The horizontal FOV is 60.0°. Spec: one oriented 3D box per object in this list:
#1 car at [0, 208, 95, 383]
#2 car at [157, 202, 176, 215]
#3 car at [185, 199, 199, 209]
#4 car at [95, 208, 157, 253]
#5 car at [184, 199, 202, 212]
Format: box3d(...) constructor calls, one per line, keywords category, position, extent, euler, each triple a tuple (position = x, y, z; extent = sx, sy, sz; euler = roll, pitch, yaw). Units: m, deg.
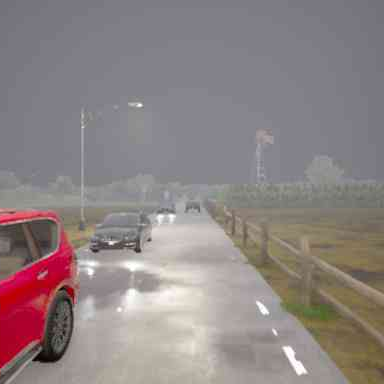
box3d(category="car", position=(-2.844, 1.233, 3.021), extent=(2.150, 2.045, 5.566), euler=(0, 0, 1))
box3d(category="car", position=(-2.802, 1.746, 36.815), extent=(1.994, 1.385, 4.181), euler=(0, -1, 0))
box3d(category="car", position=(0.020, 1.830, 52.654), extent=(2.128, 1.511, 4.902), euler=(0, -1, 0))
box3d(category="car", position=(-2.796, 1.549, 14.033), extent=(1.837, 1.490, 4.892), euler=(0, 0, 0))
box3d(category="car", position=(0.117, 1.724, 41.680), extent=(1.837, 1.490, 4.892), euler=(0, -2, 0))
